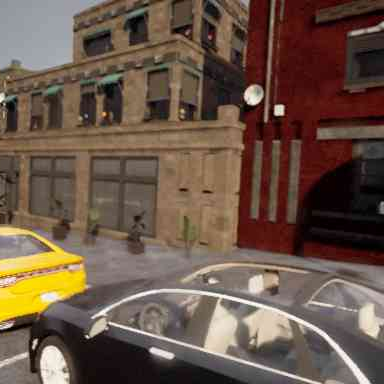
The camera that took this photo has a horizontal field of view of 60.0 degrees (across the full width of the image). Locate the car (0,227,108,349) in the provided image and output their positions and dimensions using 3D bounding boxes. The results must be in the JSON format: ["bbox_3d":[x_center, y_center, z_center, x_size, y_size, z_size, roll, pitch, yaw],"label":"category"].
[{"bbox_3d":[-4.199,1.432,6.527,5.008,1.535,2.097,0,0,36],"label":"car"}]
